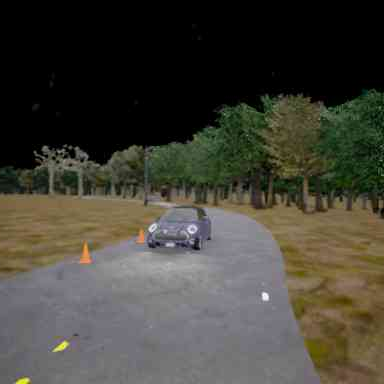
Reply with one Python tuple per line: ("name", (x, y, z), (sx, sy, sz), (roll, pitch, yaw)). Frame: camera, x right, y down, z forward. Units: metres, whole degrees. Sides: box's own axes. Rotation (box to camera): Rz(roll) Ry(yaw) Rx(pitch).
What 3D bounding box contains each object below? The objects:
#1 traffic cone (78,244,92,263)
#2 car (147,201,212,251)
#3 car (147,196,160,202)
("traffic cone", (-3.431, 1.960, 10.727), (0.340, 0.580, 0.340), (1, 0, 14))
("car", (-0.383, 1.424, 14.680), (2.097, 1.767, 4.553), (1, -1, 11))
("car", (-9.088, 1.700, 76.960), (2.128, 1.511, 4.902), (1, 0, -32))
